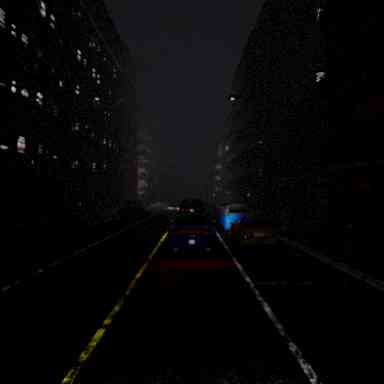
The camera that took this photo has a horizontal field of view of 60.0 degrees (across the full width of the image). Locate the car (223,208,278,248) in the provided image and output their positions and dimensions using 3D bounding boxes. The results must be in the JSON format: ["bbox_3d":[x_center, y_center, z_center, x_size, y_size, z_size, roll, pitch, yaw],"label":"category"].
[{"bbox_3d":[2.668,1.688,15.456,1.752,1.417,4.829,-1,-1,0],"label":"car"}]

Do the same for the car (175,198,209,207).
[{"bbox_3d":[-0.009,1.516,27.590,2.150,2.045,5.566,0,0,0],"label":"car"}]

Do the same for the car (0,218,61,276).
[{"bbox_3d":[-5.707,1.667,9.599,1.947,1.339,4.313,-1,-1,0],"label":"car"}]

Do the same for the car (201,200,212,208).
[{"bbox_3d":[2.636,2.200,60.761,1.887,1.381,4.507,-1,-1,0],"label":"car"}]

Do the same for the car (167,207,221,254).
[{"bbox_3d":[0.020,1.626,14.223,1.882,1.535,5.008,0,0,1],"label":"car"}]

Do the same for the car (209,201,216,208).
[{"bbox_3d":[2.644,2.080,49.391,2.008,1.369,4.403,-1,-1,0],"label":"car"}]

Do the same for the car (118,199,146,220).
[{"bbox_3d":[-5.728,1.657,32.339,2.192,1.841,5.009,-1,-1,0],"label":"car"}]

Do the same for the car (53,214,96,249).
[{"bbox_3d":[-5.712,1.726,15.283,1.947,1.339,4.313,-1,-1,0],"label":"car"}]

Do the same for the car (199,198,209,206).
[{"bbox_3d":[2.626,2.223,72.131,1.967,1.590,4.097,-1,-1,0],"label":"car"}]

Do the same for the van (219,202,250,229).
[{"bbox_3d":[2.661,1.562,20.973,1.690,1.788,3.998,-1,-1,0],"label":"van"}]

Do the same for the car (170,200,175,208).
[{"bbox_3d":[-3.088,2.189,61.514,1.812,1.442,4.674,0,-1,1],"label":"car"}]
